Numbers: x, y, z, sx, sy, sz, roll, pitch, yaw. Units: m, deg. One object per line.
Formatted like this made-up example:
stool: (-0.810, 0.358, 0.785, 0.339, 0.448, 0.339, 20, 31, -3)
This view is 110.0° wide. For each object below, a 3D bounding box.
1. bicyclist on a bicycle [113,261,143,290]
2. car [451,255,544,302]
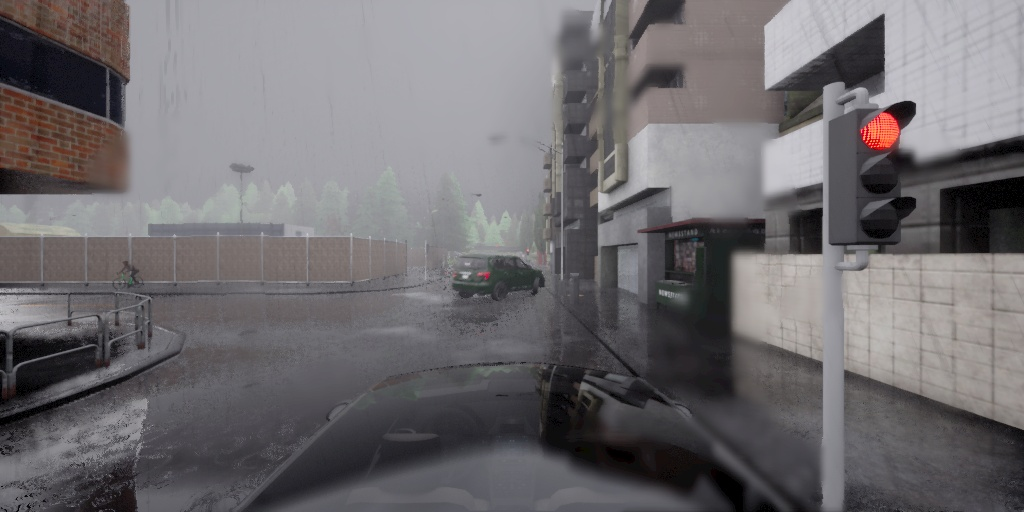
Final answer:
bicyclist on a bicycle: (-22.180, 1.099, 20.731, 0.582, 1.620, 1.656, 0, 0, 0)
car: (-0.509, 0.972, 17.390, 2.150, 2.045, 5.566, 2, 1, 34)
